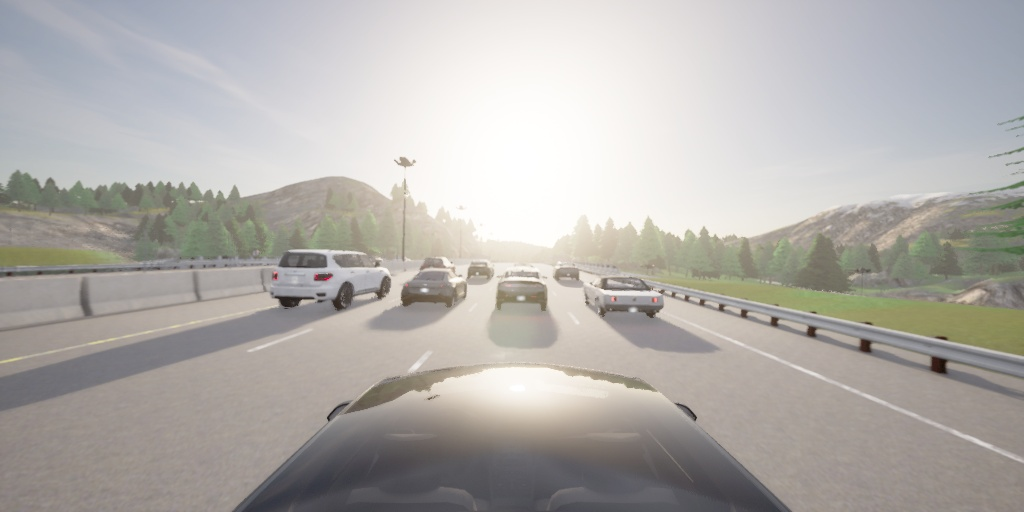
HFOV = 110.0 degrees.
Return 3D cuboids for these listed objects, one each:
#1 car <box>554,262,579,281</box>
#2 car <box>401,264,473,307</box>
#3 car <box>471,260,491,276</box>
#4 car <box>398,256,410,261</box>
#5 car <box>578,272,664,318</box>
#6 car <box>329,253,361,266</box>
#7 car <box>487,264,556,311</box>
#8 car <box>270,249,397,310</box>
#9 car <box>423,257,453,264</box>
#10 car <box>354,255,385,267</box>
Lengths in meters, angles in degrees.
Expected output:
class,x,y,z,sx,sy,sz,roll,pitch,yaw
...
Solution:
class,x,y,z,sx,sy,sz,roll,pitch,yaw
car,4.419,1.213,29.771,2.128,1.511,4.902,1,0,2
car,-3.079,1.200,14.927,1.994,1.385,4.181,1,0,2
car,-2.573,1.089,30.066,1.837,1.490,4.892,1,1,2
car,-16.013,0.775,51.276,1.812,1.442,4.674,1,0,2
car,3.861,1.378,13.346,1.895,1.301,4.718,1,0,2
car,-23.061,0.463,49.796,2.097,1.767,4.553,1,0,2
car,0.401,1.198,14.335,2.128,1.511,4.902,1,0,2
car,-6.621,0.794,13.850,2.150,2.045,5.566,1,0,3
car,-6.084,0.865,29.808,2.097,1.767,4.553,1,0,2
car,-19.584,0.670,49.397,2.128,1.511,4.902,1,0,2
